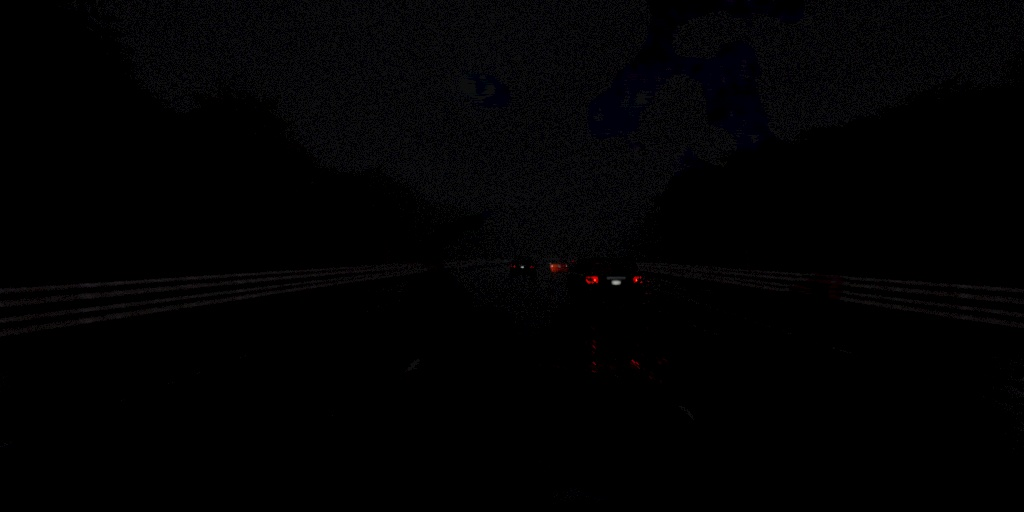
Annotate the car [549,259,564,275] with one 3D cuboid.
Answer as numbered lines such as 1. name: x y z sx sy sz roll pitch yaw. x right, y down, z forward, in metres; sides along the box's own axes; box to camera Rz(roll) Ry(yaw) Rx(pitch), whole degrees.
1. car: 5.339 1.159 40.741 2.097 1.767 4.553 0 0 6

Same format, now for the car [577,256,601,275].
1. car: 8.945 1.053 42.272 2.150 2.045 5.566 0 0 6

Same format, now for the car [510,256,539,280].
1. car: 1.057 0.996 31.950 2.150 2.045 5.566 0 0 4

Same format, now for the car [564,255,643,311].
1. car: 3.661 0.999 14.884 2.150 2.045 5.566 0 0 2
